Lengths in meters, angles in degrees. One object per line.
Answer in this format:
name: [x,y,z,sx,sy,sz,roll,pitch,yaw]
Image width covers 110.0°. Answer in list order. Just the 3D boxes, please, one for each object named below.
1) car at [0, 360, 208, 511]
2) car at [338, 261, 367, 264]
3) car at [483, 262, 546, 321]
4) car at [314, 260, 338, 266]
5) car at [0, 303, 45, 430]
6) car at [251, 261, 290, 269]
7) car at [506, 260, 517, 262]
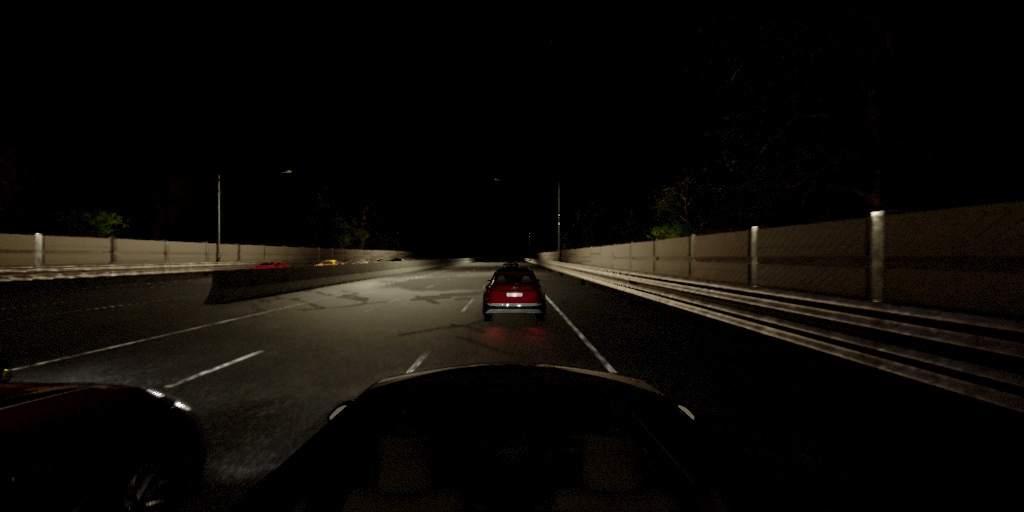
car: [-3.408,1.102,0.862,2.097,1.767,4.553,0,0,0]
car: [-17.793,1.361,41.509,1.895,1.301,4.718,0,0,0]
car: [0.063,1.183,12.583,2.033,1.649,4.856,0,0,0]
car: [-21.292,1.238,41.926,1.882,1.535,5.008,0,0,0]
car: [-6.902,1.298,1.841,2.033,1.411,5.357,0,0,0]
car: [-24.769,1.286,36.918,1.812,1.442,4.674,0,0,0]
car: [-0.115,1.263,43.086,1.837,1.490,4.892,0,0,0]
